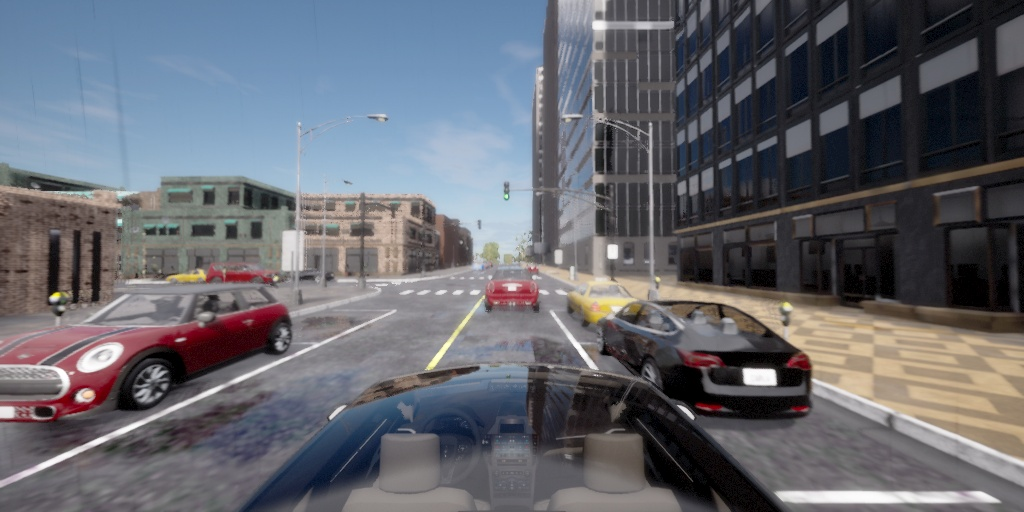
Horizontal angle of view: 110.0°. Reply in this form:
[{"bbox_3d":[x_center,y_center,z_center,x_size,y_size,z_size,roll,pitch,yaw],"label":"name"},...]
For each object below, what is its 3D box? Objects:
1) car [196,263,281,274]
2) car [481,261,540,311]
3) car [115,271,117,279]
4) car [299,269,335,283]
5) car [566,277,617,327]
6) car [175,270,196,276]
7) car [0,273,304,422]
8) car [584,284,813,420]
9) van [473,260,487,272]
[{"bbox_3d":[-19.521,1.427,26.262,5.009,1.841,2.192,0,0,1],"label":"car"},{"bbox_3d":[0.024,1.242,15.299,2.097,1.767,4.553,0,-1,1],"label":"car"},{"bbox_3d":[-41.607,1.858,34.918,5.009,1.841,2.192,0,0,1],"label":"car"},{"bbox_3d":[-19.416,1.894,34.639,4.313,1.339,1.948,0,0,1],"label":"car"},{"bbox_3d":[2.827,1.378,11.744,1.751,1.417,4.829,0,0,0],"label":"car"},{"bbox_3d":[-30.681,1.961,34.781,4.829,1.417,1.751,0,0,1],"label":"car"},{"bbox_3d":[-5.691,1.234,5.984,1.967,1.591,4.097,0,0,0],"label":"car"},{"bbox_3d":[2.657,1.360,5.930,1.948,1.339,4.313,0,0,0],"label":"car"},{"bbox_3d":[-5.698,1.704,60.601,1.690,1.789,3.998,0,0,0],"label":"van"}]
